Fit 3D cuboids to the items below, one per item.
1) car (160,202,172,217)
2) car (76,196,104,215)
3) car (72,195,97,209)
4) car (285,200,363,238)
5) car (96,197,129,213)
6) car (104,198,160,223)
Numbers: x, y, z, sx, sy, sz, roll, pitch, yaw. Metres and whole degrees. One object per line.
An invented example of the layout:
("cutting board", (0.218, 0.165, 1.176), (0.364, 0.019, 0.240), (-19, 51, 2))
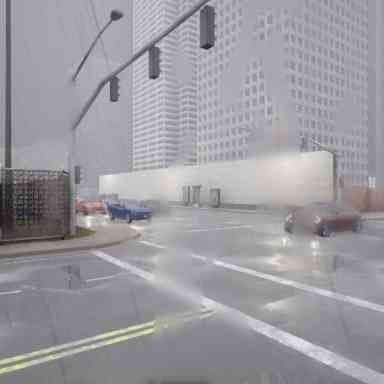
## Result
("car", (-3.653, 1.449, 29.878), (1.837, 1.490, 4.892), (0, 0, -35))
("car", (-10.028, 1.297, 32.819), (2.097, 1.767, 4.553), (0, 0, -35))
("car", (-14.843, 1.297, 45.699), (2.097, 1.767, 4.553), (0, 0, -35))
("car", (6.985, 1.321, 17.551), (4.553, 1.767, 2.097), (0, 0, -35))
("car", (-9.008, 1.422, 37.441), (1.882, 1.535, 5.008), (0, 0, -35))
("car", (-4.722, 1.422, 25.331), (1.882, 1.535, 5.008), (0, 0, -35))
